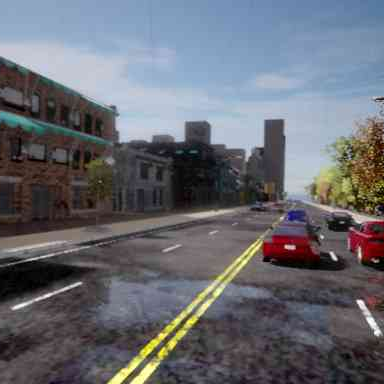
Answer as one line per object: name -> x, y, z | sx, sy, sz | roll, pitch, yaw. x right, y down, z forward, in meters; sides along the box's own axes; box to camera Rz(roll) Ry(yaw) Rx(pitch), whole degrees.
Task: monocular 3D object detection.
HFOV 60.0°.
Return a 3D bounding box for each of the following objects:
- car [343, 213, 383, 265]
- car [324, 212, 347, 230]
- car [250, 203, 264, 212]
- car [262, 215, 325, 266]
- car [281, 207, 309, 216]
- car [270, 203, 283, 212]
car -> 7.295, 1.854, 12.878 | 1.882, 1.535, 5.008 | 1, -1, 18
car -> 11.616, 2.238, 26.230 | 1.994, 1.385, 4.181 | 1, -1, 18
car -> 11.249, 2.609, 57.019 | 2.033, 1.411, 5.357 | 1, -1, 19
car -> 3.906, 1.846, 12.984 | 1.994, 1.385, 4.181 | 1, -1, 19
car -> 8.682, 2.134, 27.706 | 1.812, 1.442, 4.674 | 1, -1, 18
car -> 14.332, 2.662, 56.016 | 1.812, 1.442, 4.674 | 1, -1, 18
